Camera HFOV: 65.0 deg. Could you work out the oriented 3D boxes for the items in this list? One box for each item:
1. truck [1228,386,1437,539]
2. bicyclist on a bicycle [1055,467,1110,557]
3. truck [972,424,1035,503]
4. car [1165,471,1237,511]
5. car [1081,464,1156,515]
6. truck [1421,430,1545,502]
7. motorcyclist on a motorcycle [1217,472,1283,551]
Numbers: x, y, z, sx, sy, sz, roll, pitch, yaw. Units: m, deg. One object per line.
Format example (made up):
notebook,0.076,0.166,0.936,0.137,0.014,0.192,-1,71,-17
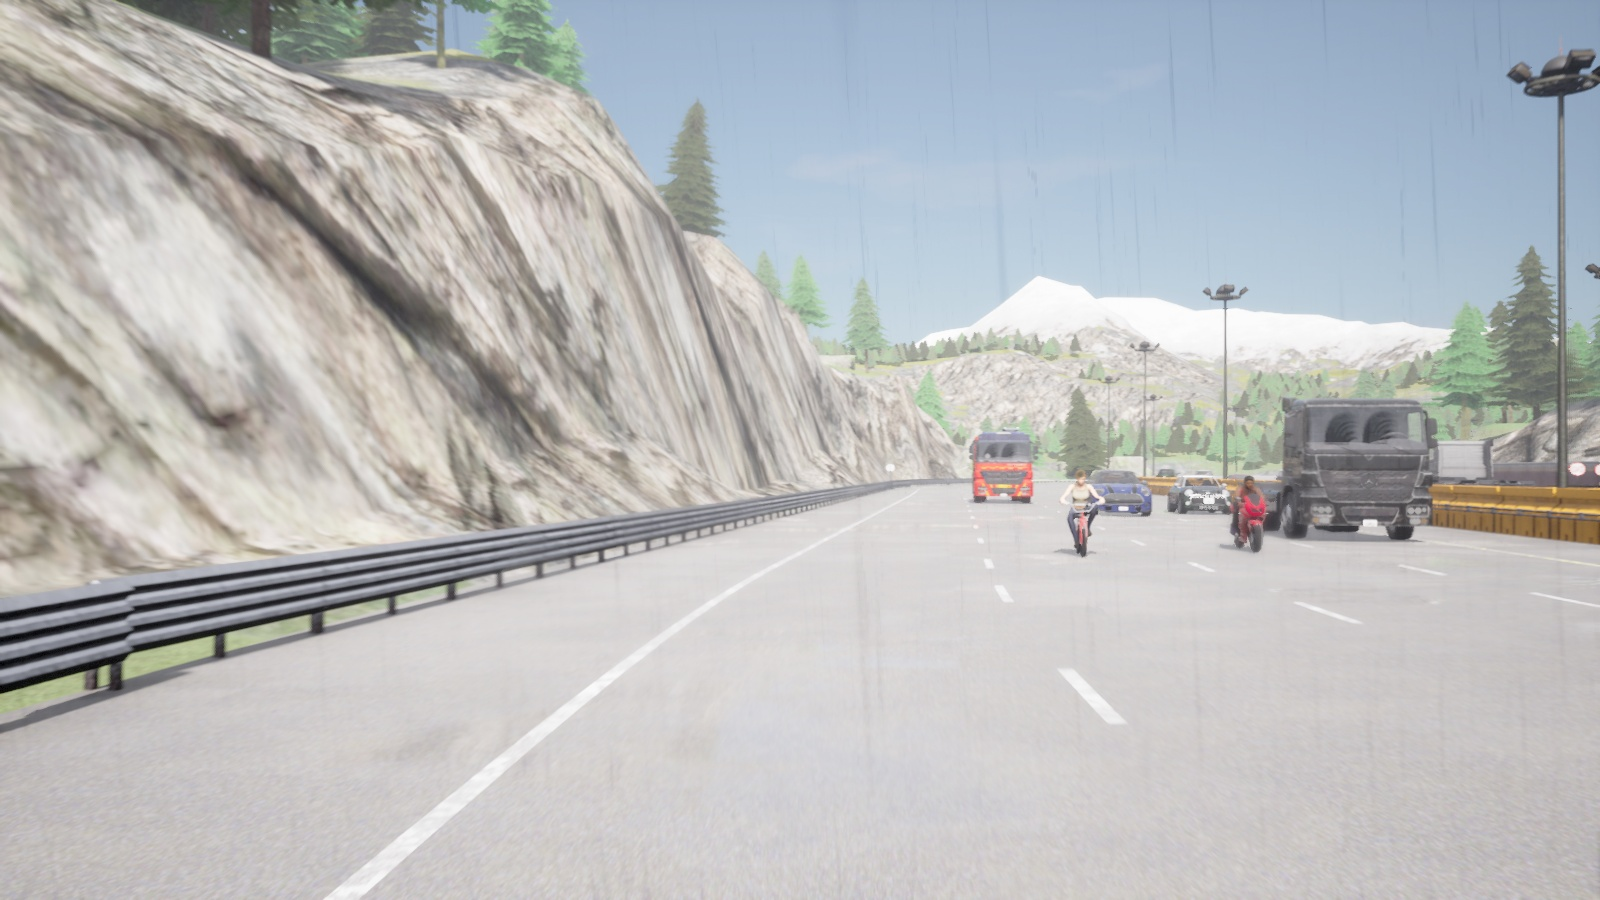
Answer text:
truck,13.438,0.348,32.478,2.891,3.462,7.936,0,-1,7
bicyclist on a bicycle,5.256,1.132,23.458,0.866,1.612,1.509,0,-1,7
truck,10.443,0.714,65.026,2.891,3.827,8.468,0,-1,7
car,15.452,1.559,48.544,1.970,1.475,3.806,0,-1,7
car,11.620,1.419,46.114,2.097,1.767,4.553,0,-1,7
truck,35.121,0.845,64.929,2.891,3.462,7.936,0,-1,7
motorcyclist on a motorcycle,8.997,1.199,25.190,0.797,1.523,2.044,0,-1,7
